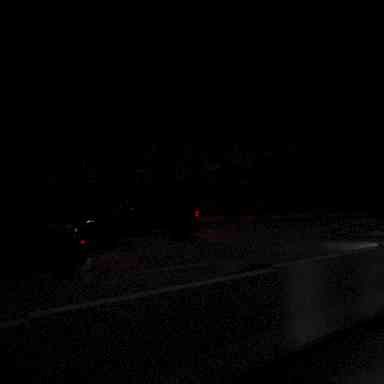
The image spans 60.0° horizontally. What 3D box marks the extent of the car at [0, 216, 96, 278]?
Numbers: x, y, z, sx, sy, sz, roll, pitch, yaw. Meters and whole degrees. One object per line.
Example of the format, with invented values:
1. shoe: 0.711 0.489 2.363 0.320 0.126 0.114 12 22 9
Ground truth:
1. car: -5.009 1.529 8.799 4.181 1.385 1.994 0 0 -34

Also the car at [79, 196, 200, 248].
1. car: -2.283 1.184 14.778 5.566 2.045 2.150 0 0 -31
